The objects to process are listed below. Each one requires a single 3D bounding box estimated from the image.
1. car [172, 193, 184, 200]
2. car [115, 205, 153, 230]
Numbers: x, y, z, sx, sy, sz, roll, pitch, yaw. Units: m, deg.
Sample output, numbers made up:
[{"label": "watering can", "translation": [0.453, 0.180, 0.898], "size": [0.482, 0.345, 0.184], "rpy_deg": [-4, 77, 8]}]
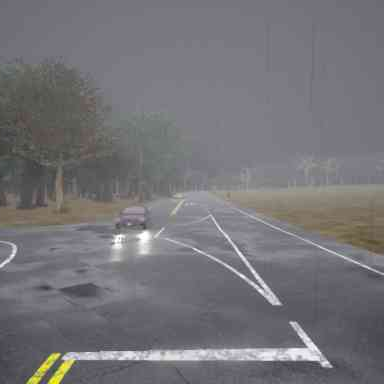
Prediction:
[{"label": "car", "translation": [-2.861, 0.922, 70.026], "size": [1.812, 1.442, 4.674], "rpy_deg": [0, 1, 5]}, {"label": "car", "translation": [-3.539, 1.588, 21.078], "size": [1.812, 1.442, 4.674], "rpy_deg": [0, -1, 0]}]
